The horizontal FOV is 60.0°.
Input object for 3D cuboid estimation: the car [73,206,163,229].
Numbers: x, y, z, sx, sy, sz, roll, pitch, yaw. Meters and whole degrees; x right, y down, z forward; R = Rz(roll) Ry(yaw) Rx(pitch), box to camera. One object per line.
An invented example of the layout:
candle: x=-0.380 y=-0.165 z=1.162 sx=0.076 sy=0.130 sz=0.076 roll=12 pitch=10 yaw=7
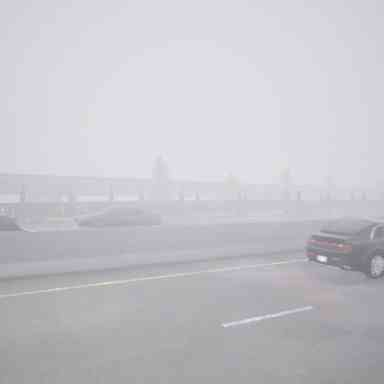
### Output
car: x=-4.528 y=1.581 z=20.854 sx=5.357 sy=1.411 sz=2.033 roll=1 pitch=0 yaw=-28

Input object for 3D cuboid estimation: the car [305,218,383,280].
car: x=5.681 y=1.580 z=10.181 sx=4.892 sy=1.490 sz=1.837 roll=0 pitch=0 yaw=-28

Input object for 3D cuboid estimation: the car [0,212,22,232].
car: x=-9.945 y=1.501 z=14.051 sx=4.892 sy=1.490 sz=1.837 roll=-1 pitch=0 yaw=-28
